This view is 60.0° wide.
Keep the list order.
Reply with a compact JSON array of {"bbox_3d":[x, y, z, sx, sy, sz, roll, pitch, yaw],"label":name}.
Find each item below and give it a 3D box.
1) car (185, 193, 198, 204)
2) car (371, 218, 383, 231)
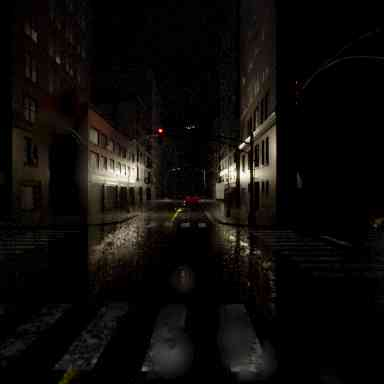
[{"bbox_3d":[-0.050,1.189,60.452,2.150,2.045,5.566,0,0,0],"label":"car"},{"bbox_3d":[12.379,1.516,18.047,4.829,1.417,1.752,0,0,0],"label":"car"}]
